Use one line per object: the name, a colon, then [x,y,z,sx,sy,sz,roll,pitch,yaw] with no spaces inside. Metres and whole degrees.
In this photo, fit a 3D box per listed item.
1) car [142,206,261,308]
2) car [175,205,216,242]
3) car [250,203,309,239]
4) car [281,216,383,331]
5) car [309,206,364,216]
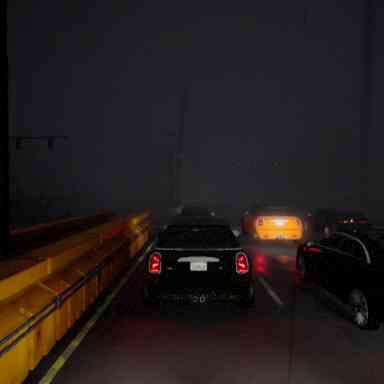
car: [0.126,1.348,8.073,2.097,1.767,4.553,0,0,0]
car: [0.160,1.497,17.249,1.837,1.490,4.892,0,0,0]
car: [3.656,1.345,15.943,2.097,1.767,4.553,0,0,0]
car: [3.622,1.488,6.833,2.128,1.511,4.902,0,0,0]
car: [7.158,1.497,16.813,1.837,1.490,4.892,0,0,0]
